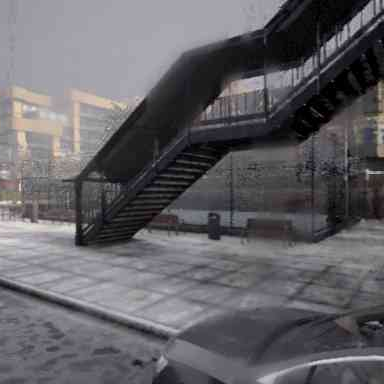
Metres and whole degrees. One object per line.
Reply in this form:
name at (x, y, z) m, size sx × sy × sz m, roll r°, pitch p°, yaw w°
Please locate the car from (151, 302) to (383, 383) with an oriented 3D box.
car at (1.721, 1.479, 2.041) m, size 4.892 × 1.521 × 2.231 m, roll 0°, pitch 0°, yaw 45°
